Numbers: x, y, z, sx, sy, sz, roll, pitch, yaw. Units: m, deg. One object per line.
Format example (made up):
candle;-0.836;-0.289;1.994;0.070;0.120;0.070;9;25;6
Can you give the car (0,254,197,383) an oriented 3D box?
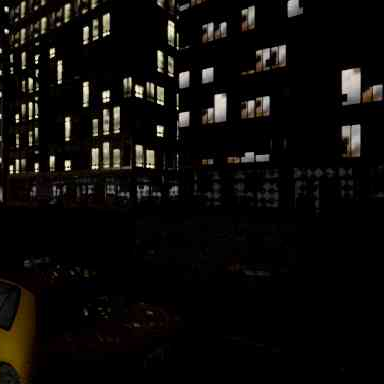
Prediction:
car;-2.228;1.525;4.459;4.829;1.417;1.752;0;0;36
